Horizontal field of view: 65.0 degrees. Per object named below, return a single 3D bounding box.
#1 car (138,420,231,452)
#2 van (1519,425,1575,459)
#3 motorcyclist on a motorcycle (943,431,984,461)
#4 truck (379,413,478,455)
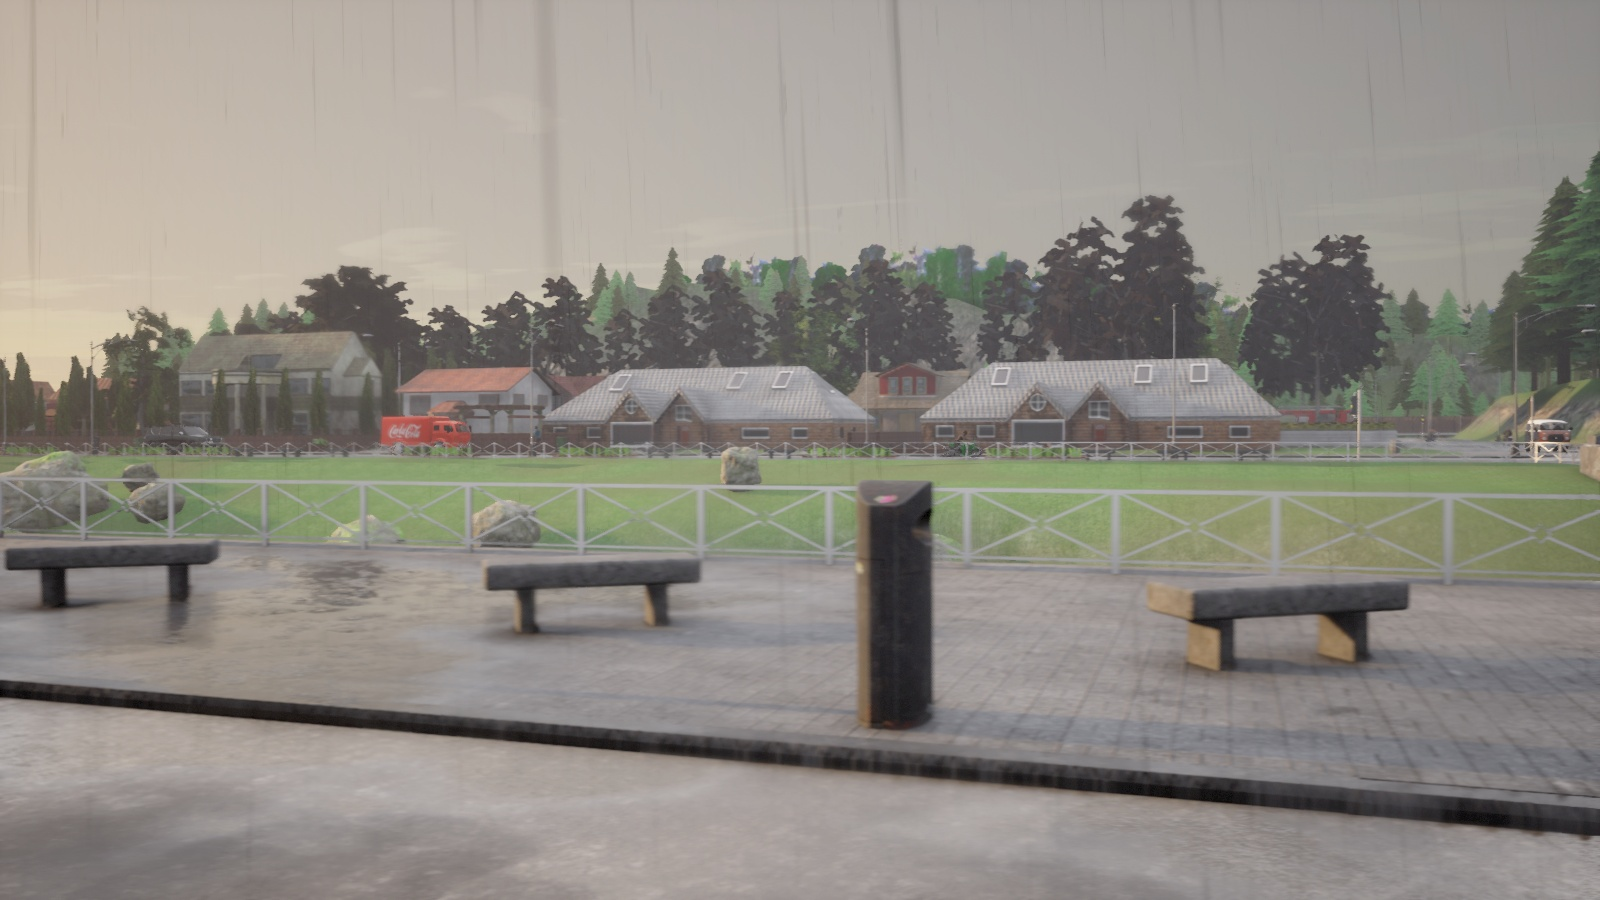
[{"bbox_3d":[-40.351,-0.925,82.342,5.566,2.045,2.150,1,1,19],"label":"car"},{"bbox_3d":[46.311,-0.525,77.987,2.069,2.038,4.480,1,1,19],"label":"van"},{"bbox_3d":[8.571,-0.214,65.875,2.044,1.523,0.797,1,1,19],"label":"motorcyclist on a motorcycle"},{"bbox_3d":[-22.582,-0.968,76.357,5.204,2.467,2.627,1,1,19],"label":"truck"}]
